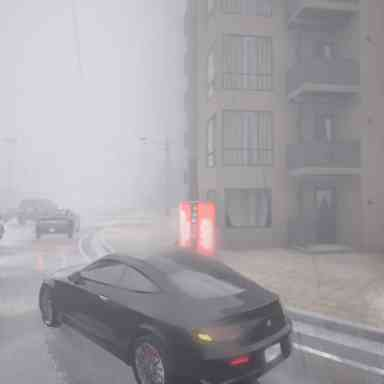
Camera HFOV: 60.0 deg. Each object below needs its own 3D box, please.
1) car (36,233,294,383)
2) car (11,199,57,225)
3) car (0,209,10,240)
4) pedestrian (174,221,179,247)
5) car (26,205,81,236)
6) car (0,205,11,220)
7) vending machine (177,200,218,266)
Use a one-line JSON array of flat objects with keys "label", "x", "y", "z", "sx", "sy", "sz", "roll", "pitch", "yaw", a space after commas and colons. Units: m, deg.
[{"label": "car", "x": -0.750, "y": 1.592, "z": 5.232, "sx": 4.674, "sy": 1.442, "sz": 1.812, "roll": -1, "pitch": -1, "yaw": 45}, {"label": "car", "x": -12.678, "y": 1.595, "z": 27.679, "sx": 2.150, "sy": 2.045, "sz": 5.566, "roll": 0, "pitch": -1, "yaw": -9}, {"label": "car", "x": -10.285, "y": 1.748, "z": 15.611, "sx": 1.812, "sy": 1.442, "sz": 4.674, "roll": 0, "pitch": -1, "yaw": -16}, {"label": "pedestrian", "x": -0.366, "y": 1.565, "z": 11.938, "sx": 0.375, "sy": 1.300, "sz": 0.375, "roll": 0, "pitch": -1, "yaw": -31}, {"label": "car", "x": -7.582, "y": 1.744, "z": 19.084, "sx": 2.128, "sy": 1.511, "sz": 4.902, "roll": 0, "pitch": -1, "yaw": -13}, {"label": "car", "x": -16.615, "y": 1.851, "z": 29.363, "sx": 1.812, "sy": 1.442, "sz": 4.674, "roll": 0, "pitch": -1, "yaw": -9}, {"label": "vending machine", "x": 0.174, "y": 1.331, "z": 11.376, "sx": 1.100, "sy": 2.100, "sz": 0.880, "roll": 0, "pitch": -1, "yaw": -33}]
